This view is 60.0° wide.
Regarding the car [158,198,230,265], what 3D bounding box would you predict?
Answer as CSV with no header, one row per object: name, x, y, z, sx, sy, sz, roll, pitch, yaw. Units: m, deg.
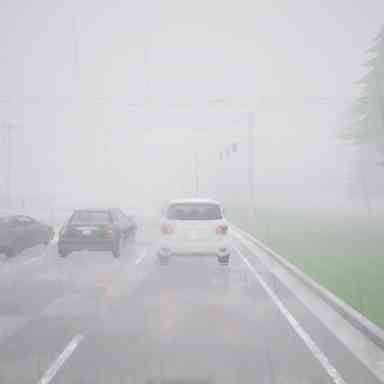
car,0.038,1.217,11.838,2.150,2.045,5.566,0,0,-1

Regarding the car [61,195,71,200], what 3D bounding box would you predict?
car,-34.705,1.513,87.731,4.181,1.385,1.994,0,0,32

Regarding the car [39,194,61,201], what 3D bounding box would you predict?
car,-36.027,1.462,84.412,4.892,1.490,1.837,0,0,35

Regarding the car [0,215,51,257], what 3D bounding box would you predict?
car,-6.982,1.558,12.855,1.994,1.385,4.181,0,0,-1

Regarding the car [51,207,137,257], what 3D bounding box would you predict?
car,-3.487,1.346,13.071,2.097,1.767,4.553,0,0,-1

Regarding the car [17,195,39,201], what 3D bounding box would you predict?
car,-40.558,1.503,83.168,5.357,1.411,2.033,0,0,28
